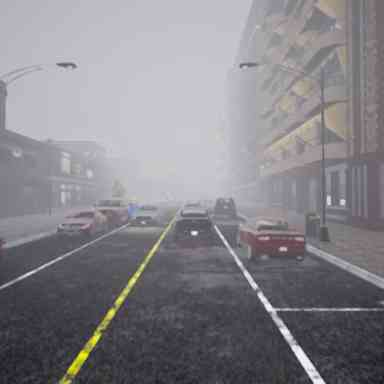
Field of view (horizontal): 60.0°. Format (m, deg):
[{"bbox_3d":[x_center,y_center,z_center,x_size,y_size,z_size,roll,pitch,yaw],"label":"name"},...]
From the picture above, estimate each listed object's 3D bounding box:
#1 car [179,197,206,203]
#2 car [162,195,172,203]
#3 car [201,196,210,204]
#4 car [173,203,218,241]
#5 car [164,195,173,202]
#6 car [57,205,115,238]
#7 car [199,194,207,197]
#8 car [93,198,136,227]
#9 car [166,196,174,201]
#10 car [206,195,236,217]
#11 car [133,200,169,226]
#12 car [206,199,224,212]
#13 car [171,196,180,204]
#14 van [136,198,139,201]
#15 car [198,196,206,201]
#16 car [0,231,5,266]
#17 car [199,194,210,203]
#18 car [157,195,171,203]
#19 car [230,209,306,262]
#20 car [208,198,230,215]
[{"bbox_3d":[0.115,1.534,33.910,2.128,1.511,4.902,0,0,0],"label":"car"},{"bbox_3d":[-5.608,1.545,74.585,1.967,1.590,4.097,1,0,0],"label":"car"},{"bbox_3d":[2.735,1.621,69.124,1.752,1.417,4.829,1,0,0],"label":"car"},{"bbox_3d":[0.106,1.525,16.806,1.837,1.490,4.892,0,0,0],"label":"car"},{"bbox_3d":[-5.606,1.555,80.273,1.967,1.590,4.097,1,0,0],"label":"car"},{"bbox_3d":[-5.676,1.604,17.718,1.802,1.307,4.206,1,0,0],"label":"car"},{"bbox_3d":[2.732,1.637,63.267,2.008,1.369,4.403,1,0,0],"label":"car"},{"bbox_3d":[-5.647,1.344,23.405,2.192,1.841,5.009,1,0,0],"label":"car"},{"bbox_3d":[-5.606,1.707,85.959,1.802,1.307,4.206,1,0,0],"label":"car"},{"bbox_3d":[2.721,1.351,29.148,2.192,1.841,5.009,1,0,0],"label":"car"},{"bbox_3d":[-3.090,1.577,23.869,2.033,1.411,5.357,0,0,0],"label":"car"},{"bbox_3d":[2.722,1.618,40.522,1.947,1.339,4.313,1,0,0],"label":"car"},{"bbox_3d":[-2.979,1.637,64.999,2.033,1.411,5.357,0,0,0],"label":"car"},{"bbox_3d":[-5.629,1.377,29.092,1.690,1.788,3.998,1,0,0],"label":"van"},{"bbox_3d":[2.744,1.702,91.701,1.947,1.339,4.313,1,0,0],"label":"car"},{"bbox_3d":[-5.668,1.323,6.344,2.192,1.841,5.009,1,0,0],"label":"car"},{"bbox_3d":[2.741,1.420,74.642,2.192,1.841,5.009,1,0,0],"label":"car"},{"bbox_3d":[-5.615,1.611,63.043,1.752,1.417,4.829,1,0,0],"label":"car"},{"bbox_3d":[2.710,1.559,12.088,1.887,1.381,4.507,1,0,0],"label":"car"},{"bbox_3d":[2.722,1.484,34.834,1.967,1.590,4.097,1,0,0],"label":"car"}]
